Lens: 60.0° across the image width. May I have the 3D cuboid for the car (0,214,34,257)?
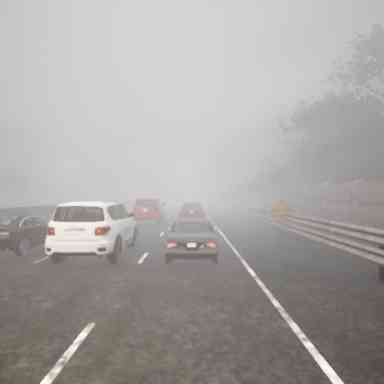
[{"bbox_3d":[-6.986,1.634,13.518,2.128,1.511,4.902,0,0,0],"label":"car"}]

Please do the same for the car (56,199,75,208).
[{"bbox_3d":[-24.524,2.208,64.552,1.882,1.535,5.008,0,-1,0],"label":"car"}]

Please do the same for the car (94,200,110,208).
[{"bbox_3d":[-17.527,2.331,64.763,1.895,1.301,4.718,0,-1,0],"label":"car"}]

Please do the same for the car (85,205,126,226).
[{"bbox_3d":[-7.002,1.841,27.544,2.033,1.411,5.357,0,-1,0],"label":"car"}]

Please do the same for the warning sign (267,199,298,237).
[{"bbox_3d":[4.543,1.290,16.811,1.300,1.860,1.060,0,-1,0],"label":"warning sign"}]

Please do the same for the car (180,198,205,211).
[{"bbox_3d":[0.008,1.655,28.442,2.097,1.767,4.553,0,-1,0],"label":"car"}]

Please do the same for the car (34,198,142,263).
[{"bbox_3d":[-3.496,1.356,12.595,2.150,2.045,5.566,0,0,0],"label":"car"}]

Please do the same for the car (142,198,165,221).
[{"bbox_3d":[-3.502,1.518,27.575,2.150,2.045,5.566,0,0,0],"label":"car"}]

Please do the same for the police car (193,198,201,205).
[{"bbox_3d":[1.193,2.435,86.912,1.930,1.638,5.238,0,-1,0],"label":"police car"}]

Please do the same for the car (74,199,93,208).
[{"bbox_3d":[-21.025,2.209,64.631,1.882,1.535,5.008,0,0,0],"label":"car"}]

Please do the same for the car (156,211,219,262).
[{"bbox_3d":[0.003,1.678,12.555,2.033,1.411,5.357,0,-1,0],"label":"car"}]
